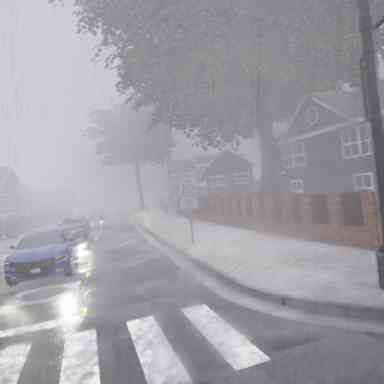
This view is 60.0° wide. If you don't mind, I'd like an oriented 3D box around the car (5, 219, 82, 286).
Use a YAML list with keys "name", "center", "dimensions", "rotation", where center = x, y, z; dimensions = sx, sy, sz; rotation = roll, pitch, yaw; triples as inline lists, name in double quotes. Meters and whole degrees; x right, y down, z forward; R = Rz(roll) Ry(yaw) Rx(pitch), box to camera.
- name: "car"
  center: [-5.252, 2.094, 12.051]
  dimensions: [1.882, 1.535, 5.008]
  rotation: [-7, 0, -16]

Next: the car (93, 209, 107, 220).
- name: "car"
  center: [-12.195, 2.962, 43.277]
  dimensions: [2.033, 1.411, 5.357]
  rotation: [-7, 0, -10]

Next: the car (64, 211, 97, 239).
- name: "car"
  center: [-7.977, 2.417, 22.676]
  dimensions: [2.128, 1.511, 4.902]
  rotation: [-7, 0, -13]
